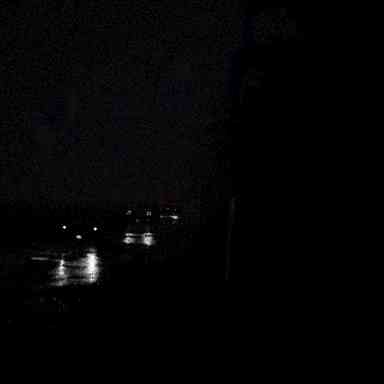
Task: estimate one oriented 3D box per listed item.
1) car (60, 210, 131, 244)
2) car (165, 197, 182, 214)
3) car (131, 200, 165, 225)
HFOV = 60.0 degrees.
[{"bbox_3d":[-4.922,1.759,17.271,1.895,1.301,4.718,3,-1,5],"label":"car"},{"bbox_3d":[-2.598,1.724,42.748,2.150,2.045,5.566,3,0,6],"label":"car"},{"bbox_3d":[-3.970,1.679,27.826,2.097,1.767,4.553,3,-1,5],"label":"car"}]
